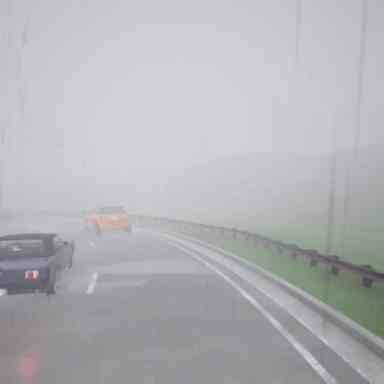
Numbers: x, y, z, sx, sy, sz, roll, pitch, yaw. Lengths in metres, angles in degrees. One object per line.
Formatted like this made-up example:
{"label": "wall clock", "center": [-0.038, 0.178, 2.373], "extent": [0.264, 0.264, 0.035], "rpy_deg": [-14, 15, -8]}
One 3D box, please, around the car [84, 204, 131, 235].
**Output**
{"label": "car", "center": [-5.556, 1.654, 21.489], "extent": [2.097, 1.767, 4.553], "rpy_deg": [-1, 0, -28]}

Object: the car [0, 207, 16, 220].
{"label": "car", "center": [-20.073, 2.186, 33.708], "extent": [5.357, 1.411, 2.033], "rpy_deg": [-1, -1, 32]}

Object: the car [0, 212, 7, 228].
{"label": "car", "center": [-9.306, 1.827, 13.945], "extent": [2.033, 1.411, 5.357], "rpy_deg": [0, -1, -25]}

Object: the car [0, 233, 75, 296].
{"label": "car", "center": [-4.324, 1.756, 8.845], "extent": [1.895, 1.301, 4.718], "rpy_deg": [-1, -1, -12]}
